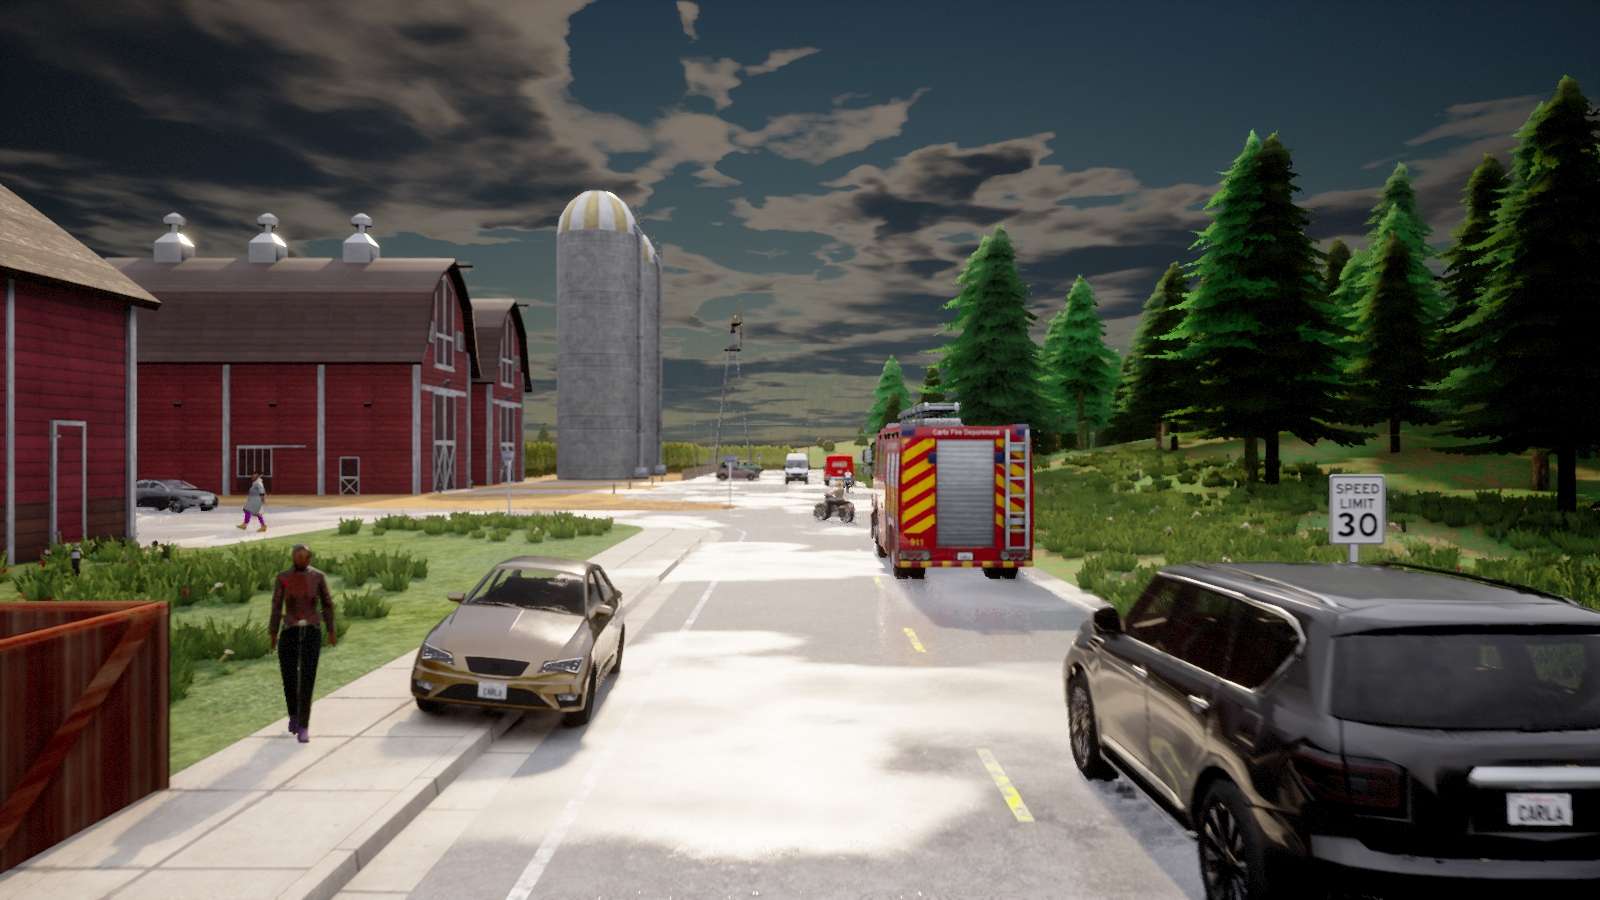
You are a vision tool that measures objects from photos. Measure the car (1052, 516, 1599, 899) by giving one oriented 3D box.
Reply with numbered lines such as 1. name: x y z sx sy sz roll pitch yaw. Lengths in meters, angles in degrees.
1. car: 3.480 1.649 8.028 2.150 2.045 5.566 0 0 0

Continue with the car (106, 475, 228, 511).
1. car: -28.643 1.934 51.732 4.902 1.511 2.128 0 0 20

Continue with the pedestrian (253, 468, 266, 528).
1. pedestrian: -17.052 1.499 36.038 0.375 1.860 0.375 0 0 -28

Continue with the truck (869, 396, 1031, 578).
1. truck: 3.409 0.775 28.295 2.891 3.827 8.468 0 0 0

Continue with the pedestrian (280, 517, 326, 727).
1. pedestrian: -4.577 1.565 10.527 0.375 1.860 0.375 0 0 -23
